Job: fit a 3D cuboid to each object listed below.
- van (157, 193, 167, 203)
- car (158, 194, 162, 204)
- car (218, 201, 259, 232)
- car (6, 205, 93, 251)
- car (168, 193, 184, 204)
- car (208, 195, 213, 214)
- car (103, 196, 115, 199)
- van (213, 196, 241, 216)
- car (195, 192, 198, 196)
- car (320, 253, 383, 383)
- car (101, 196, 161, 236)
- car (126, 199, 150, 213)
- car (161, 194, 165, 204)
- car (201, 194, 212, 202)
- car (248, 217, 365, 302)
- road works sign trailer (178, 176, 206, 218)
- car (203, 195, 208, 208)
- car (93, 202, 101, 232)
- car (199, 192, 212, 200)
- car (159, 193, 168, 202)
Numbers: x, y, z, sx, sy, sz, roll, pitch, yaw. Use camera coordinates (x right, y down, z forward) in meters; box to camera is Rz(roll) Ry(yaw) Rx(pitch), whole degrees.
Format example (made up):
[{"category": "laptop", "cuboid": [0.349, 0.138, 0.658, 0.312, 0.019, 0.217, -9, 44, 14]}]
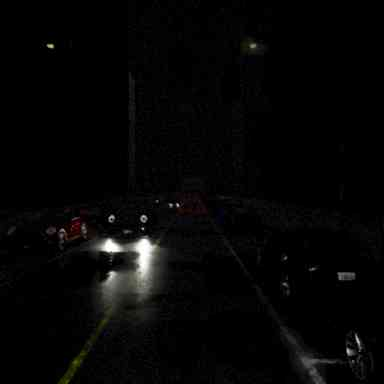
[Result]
[{"category": "van", "cuboid": [-5.777, 1.114, 64.087, 1.690, 1.788, 3.998, 0, 0, 0]}, {"category": "car", "cuboid": [-5.773, 1.376, 47.260, 2.008, 1.369, 4.403, 0, 0, 0]}, {"category": "car", "cuboid": [2.759, 1.470, 19.230, 1.887, 1.381, 4.507, 0, 0, 0]}, {"category": "car", "cuboid": [-5.764, 1.387, 13.603, 1.967, 1.590, 4.097, 0, 0, 0]}, {"category": "car", "cuboid": [-3.050, 1.333, 59.918, 2.033, 1.411, 5.357, 0, 0, 1]}, {"category": "car", "cuboid": [2.757, 1.324, 30.447, 1.967, 1.590, 4.097, 0, 0, 0]}, {"category": "car", "cuboid": [-5.767, 1.219, 24.821, 2.192, 1.841, 5.009, 0, 0, 0]}, {"category": "van", "cuboid": [2.758, 1.245, 24.838, 1.690, 1.788, 3.998, 0, 0, 0]}, {"category": "car", "cuboid": [2.742, 1.005, 92.147, 2.192, 1.841, 5.009, 0, 0, 0]}, {"category": "car", "cuboid": [2.763, 1.556, 2.402, 1.947, 1.339, 4.313, 0, 0, 0]}, {"category": "car", "cuboid": [-3.104, 1.282, 17.914, 2.097, 1.767, 4.553, 0, 0, 0]}, {"category": "car", "cuboid": [-5.770, 1.430, 36.041, 1.947, 1.339, 4.313, 0, 0, 0]}, {"category": "car", "cuboid": [-5.774, 1.390, 52.869, 1.802, 1.307, 4.206, 0, 0, 0]}, {"category": "car", "cuboid": [2.751, 1.390, 52.884, 1.802, 1.307, 4.206, 0, 0, 0]}, {"category": "car", "cuboid": [2.762, 1.534, 8.012, 1.947, 1.339, 4.313, 0, 0, 0]}, {"category": "road works sign trailer", "cuboid": [-0.007, 0.352, 29.168, 2.380, 3.560, 2.880, 0, 0, 0]}, {"category": "car", "cuboid": [2.754, 1.410, 41.666, 1.947, 1.339, 4.313, 0, 0, 0]}, {"category": "car", "cuboid": [-5.766, 1.476, 19.213, 2.008, 1.369, 4.403, 0, 0, 0]}, {"category": "car", "cuboid": [2.750, 1.105, 58.492, 2.192, 1.841, 5.009, 0, 0, 0]}, {"category": "car", "cuboid": [-5.776, 1.316, 58.308, 1.752, 1.417, 4.829, 0, 0, 0]}]
